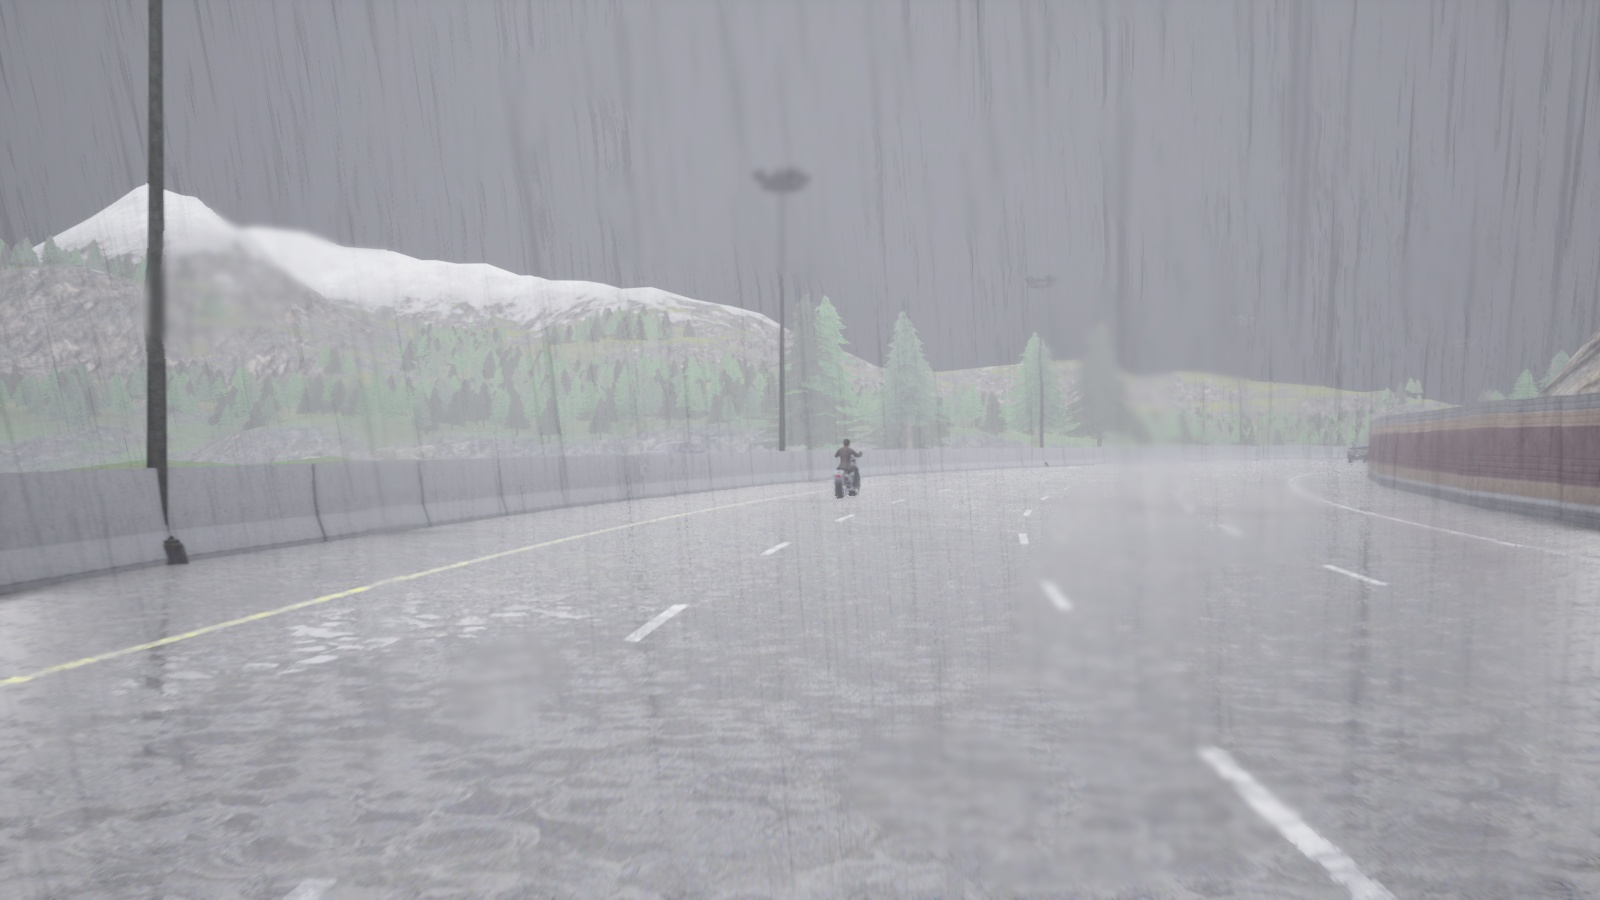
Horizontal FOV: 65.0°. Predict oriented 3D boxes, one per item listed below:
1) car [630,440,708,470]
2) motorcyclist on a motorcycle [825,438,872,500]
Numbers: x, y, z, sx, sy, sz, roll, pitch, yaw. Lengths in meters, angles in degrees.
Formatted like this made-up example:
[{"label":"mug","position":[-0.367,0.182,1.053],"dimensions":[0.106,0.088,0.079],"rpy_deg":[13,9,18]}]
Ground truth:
[{"label":"car","position":[-7.319,0.272,70.523],"dimensions":[2.033,1.649,4.856],"rpy_deg":[0,0,27]},{"label":"motorcyclist on a motorcycle","position":[1.351,0.503,34.648],"dimensions":[0.766,1.649,2.350],"rpy_deg":[1,0,15]}]
